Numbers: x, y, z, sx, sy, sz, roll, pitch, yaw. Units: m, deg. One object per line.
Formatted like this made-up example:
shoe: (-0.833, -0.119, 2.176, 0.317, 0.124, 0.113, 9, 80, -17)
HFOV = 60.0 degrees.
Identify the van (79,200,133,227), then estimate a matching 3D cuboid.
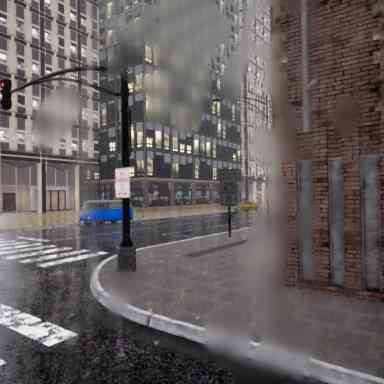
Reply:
van: (-5.987, 1.460, 23.470, 1.690, 1.788, 3.998, -2, -1, 36)

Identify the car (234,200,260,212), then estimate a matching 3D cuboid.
car: (6.849, 1.689, 41.378, 1.752, 1.417, 4.829, -2, -1, 36)
